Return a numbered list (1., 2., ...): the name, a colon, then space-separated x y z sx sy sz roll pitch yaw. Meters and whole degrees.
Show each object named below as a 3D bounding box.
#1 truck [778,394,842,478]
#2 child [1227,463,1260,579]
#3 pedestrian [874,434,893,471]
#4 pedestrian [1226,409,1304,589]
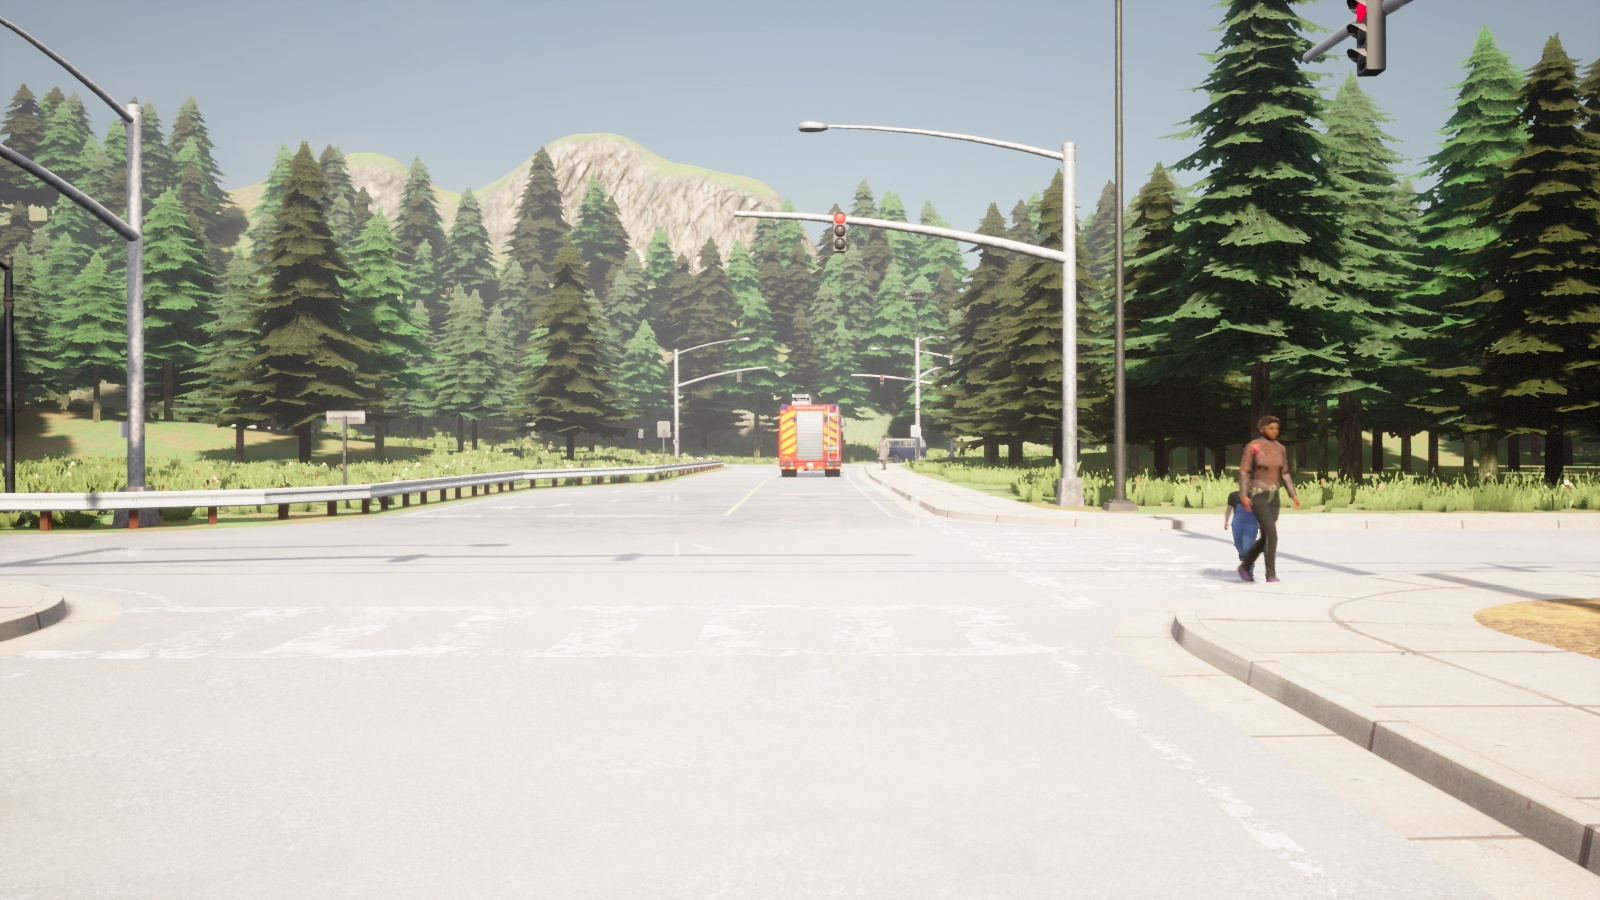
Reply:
1. truck: 0.583 -0.660 61.508 2.891 3.827 8.468 0 0 2
2. child: 4.939 0.775 13.977 0.270 1.263 0.437 0 0 30
3. pedestrian: 4.417 0.138 66.280 0.659 1.952 0.873 0 0 36
4. pedestrian: 4.836 0.490 13.089 0.328 1.805 0.869 0 0 -15
